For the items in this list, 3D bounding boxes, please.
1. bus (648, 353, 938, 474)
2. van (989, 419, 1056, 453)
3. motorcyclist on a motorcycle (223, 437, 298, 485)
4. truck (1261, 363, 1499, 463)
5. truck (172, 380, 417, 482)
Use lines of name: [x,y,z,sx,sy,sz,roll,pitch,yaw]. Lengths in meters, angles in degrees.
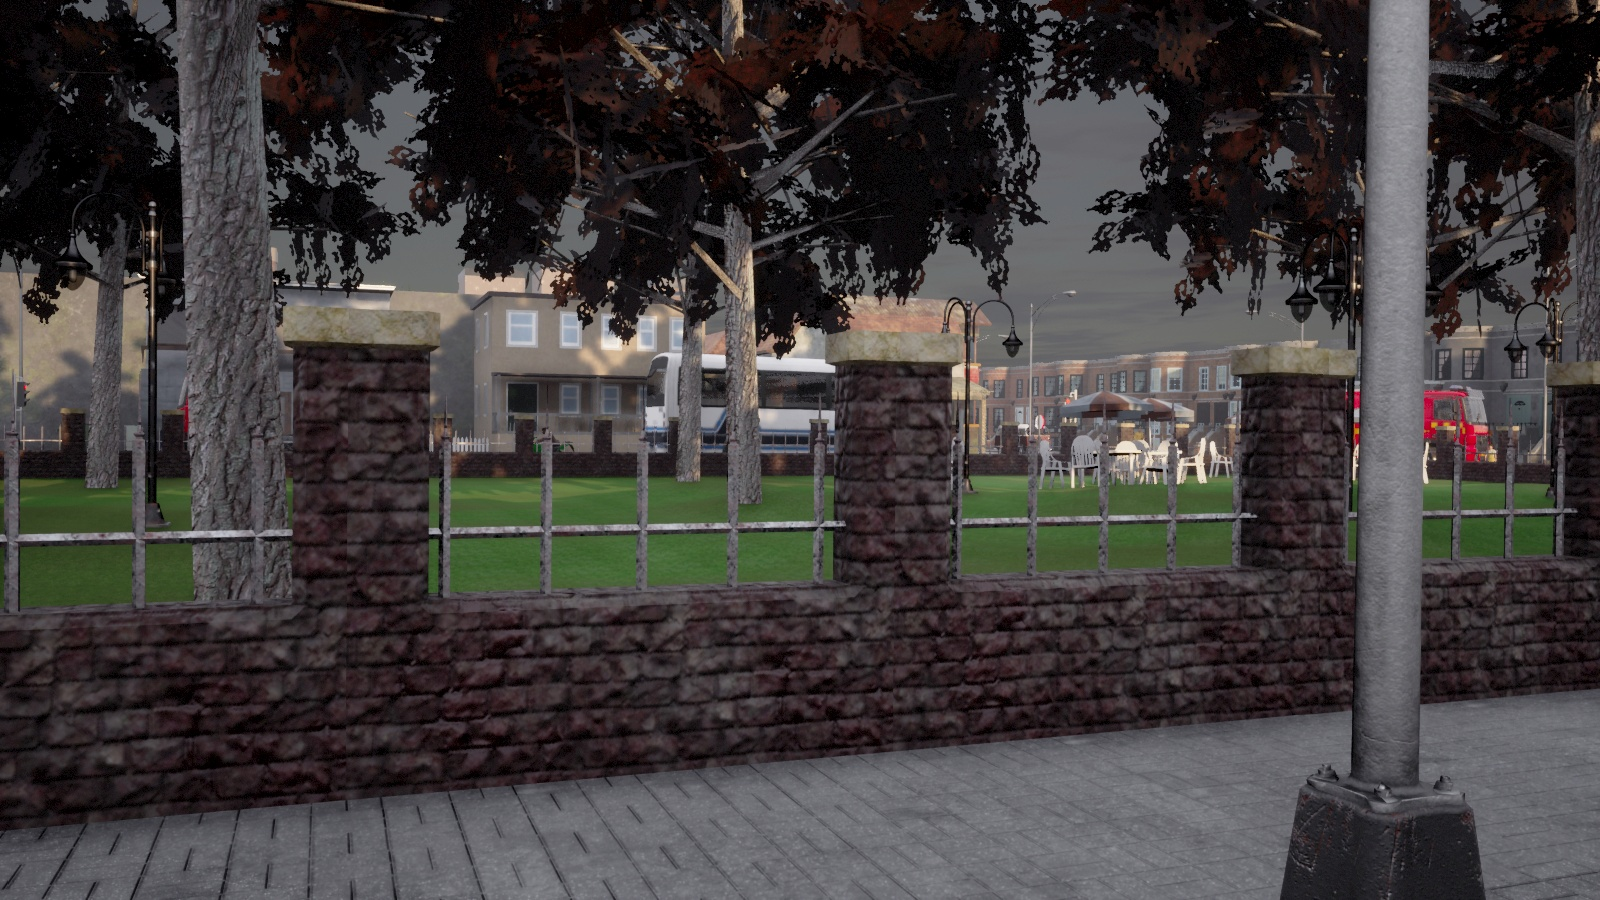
bus: [-0.270,-1.353,47.778,10.273,4.253,3.944,-1,1,-21]
van: [13.800,-0.897,78.038,2.069,2.038,4.480,-1,1,-21]
motorcyclist on a motorcycle: [-17.682,0.354,41.215,2.191,1.530,0.866,-1,1,-21]
truck: [23.833,-1.469,51.938,8.468,3.827,2.891,0,1,40]
truck: [-18.068,-0.726,45.333,7.936,3.462,2.891,-1,1,-20]
